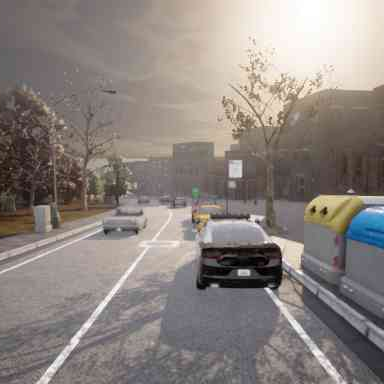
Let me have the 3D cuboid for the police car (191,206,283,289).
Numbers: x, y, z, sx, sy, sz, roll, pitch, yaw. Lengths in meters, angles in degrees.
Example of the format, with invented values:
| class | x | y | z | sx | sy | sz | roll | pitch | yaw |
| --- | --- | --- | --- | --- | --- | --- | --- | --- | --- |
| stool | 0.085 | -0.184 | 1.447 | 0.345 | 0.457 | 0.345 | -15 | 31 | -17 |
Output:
| class | x | y | z | sx | sy | sz | roll | pitch | yaw |
| --- | --- | --- | --- | --- | --- | --- | --- | --- | --- |
| police car | 1.038 | 1.407 | 9.242 | 1.930 | 1.638 | 5.238 | 0 | 0 | 0 |

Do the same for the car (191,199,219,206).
| class | x | y | z | sx | sy | sz | roll | pitch | yaw |
| --- | --- | --- | --- | --- | --- | --- | --- | --- | --- |
| car | 1.024 | 1.419 | 19.368 | 1.801 | 1.575 | 5.366 | 0 | 0 | 0 |

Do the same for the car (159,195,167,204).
| class | x | y | z | sx | sy | sz | roll | pitch | yaw |
| --- | --- | --- | --- | --- | --- | --- | --- | --- | --- |
| car | -4.805 | 1.386 | 60.393 | 1.837 | 1.490 | 4.892 | -2 | 0 | -16 |

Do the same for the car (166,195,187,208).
| class | x | y | z | sx | sy | sz | roll | pitch | yaw |
| --- | --- | --- | --- | --- | --- | --- | --- | --- | --- |
| car | -1.954 | 1.384 | 46.905 | 2.128 | 1.511 | 4.902 | -1 | 0 | -10 |

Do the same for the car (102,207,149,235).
| class | x | y | z | sx | sy | sz | roll | pitch | yaw |
| --- | --- | --- | --- | --- | --- | --- | --- | --- | --- |
| car | -3.643 | 1.565 | 18.785 | 1.895 | 1.301 | 4.718 | 0 | 0 | 0 |

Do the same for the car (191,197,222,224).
| class | x | y | z | sx | sy | sz | roll | pitch | yaw |
| --- | --- | --- | --- | --- | --- | --- | --- | --- | --- |
| car | 1.009 | 1.300 | 25.201 | 2.097 | 1.767 | 4.553 | 0 | 0 | -1 |

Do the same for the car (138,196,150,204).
| class | x | y | z | sx | sy | sz | roll | pitch | yaw |
| --- | --- | --- | --- | --- | --- | --- | --- | --- | --- |
| car | -8.913 | 1.484 | 61.648 | 1.837 | 1.490 | 4.892 | -2 | 0 | -15 |
